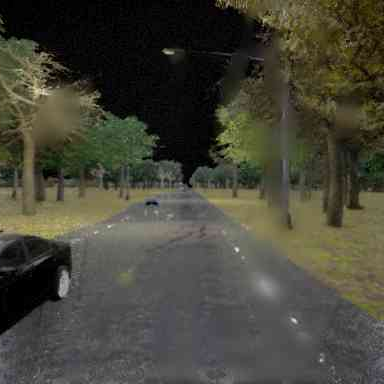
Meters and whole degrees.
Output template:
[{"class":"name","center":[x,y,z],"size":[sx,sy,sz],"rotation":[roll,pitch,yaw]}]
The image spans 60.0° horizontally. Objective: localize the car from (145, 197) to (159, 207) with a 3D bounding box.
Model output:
[{"class":"car","center":[-5.580,1.362,46.151],"size":[1.895,1.301,4.718],"rotation":[0,1,-7]}]

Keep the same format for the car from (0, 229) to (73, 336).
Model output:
[{"class":"car","center":[-3.601,1.476,5.477],"size":[1.882,1.535,5.008],"rotation":[0,0,0]}]
